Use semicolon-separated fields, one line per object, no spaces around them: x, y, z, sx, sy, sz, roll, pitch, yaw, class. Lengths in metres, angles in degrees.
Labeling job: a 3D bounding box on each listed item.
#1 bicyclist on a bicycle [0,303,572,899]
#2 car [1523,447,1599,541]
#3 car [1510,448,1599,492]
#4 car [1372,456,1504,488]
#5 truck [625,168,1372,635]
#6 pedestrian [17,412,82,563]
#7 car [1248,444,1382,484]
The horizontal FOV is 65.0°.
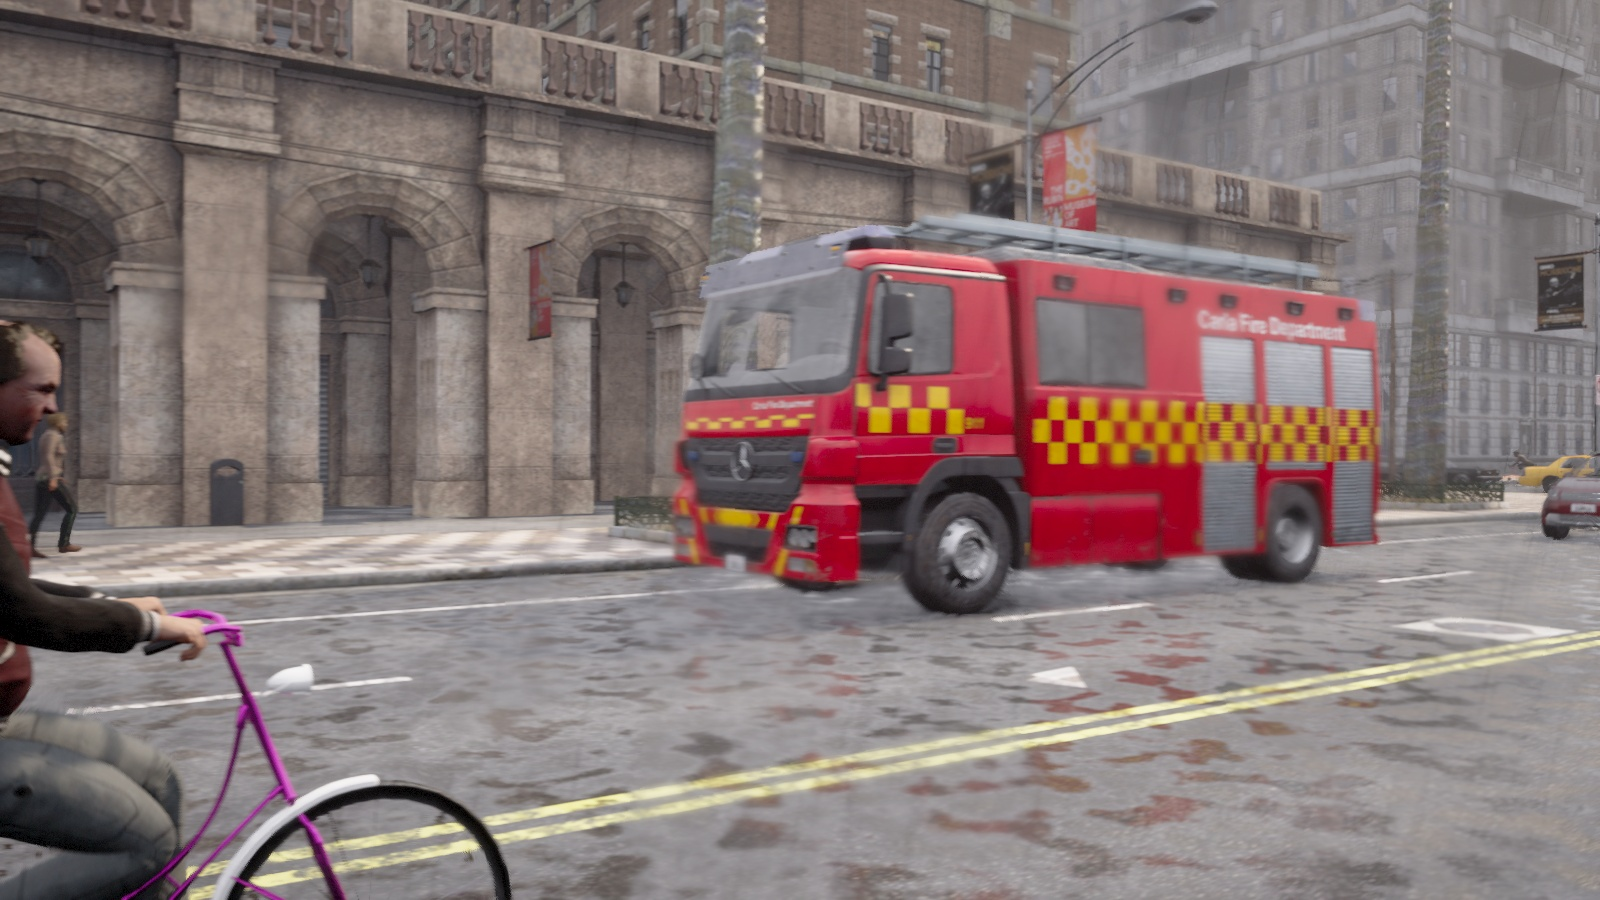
-1.471;0.625;2.633;1.843;1.776;0.659;0;0;-35;bicyclist on a bicycle
14.579;0.734;22.076;3.705;1.549;1.789;0;0;-34;car
28.773;0.709;45.191;1.801;1.575;5.366;0;0;-33;car
27.205;0.892;53.702;1.895;1.301;4.718;0;0;-34;car
2.549;-0.396;13.870;8.468;3.827;2.891;0;0;-34;truck
-9.352;0.458;15.651;0.634;1.846;0.331;0;0;-45;pedestrian
22.328;0.585;54.622;2.152;1.651;5.027;0;0;-34;car
